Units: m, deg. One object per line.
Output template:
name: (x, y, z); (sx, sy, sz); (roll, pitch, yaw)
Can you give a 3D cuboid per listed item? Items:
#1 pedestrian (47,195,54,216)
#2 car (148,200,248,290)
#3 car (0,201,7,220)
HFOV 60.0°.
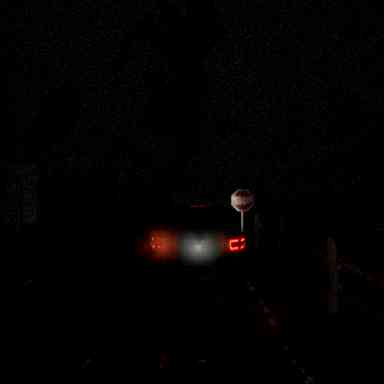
pedestrian: (-12.094, 1.130, 28.368); (0.375, 1.860, 0.375); (0, -2, 0)
car: (0.116, 1.220, 9.209); (2.150, 2.045, 5.566); (0, 0, 0)
car: (-13.263, 1.248, 22.391); (5.008, 1.535, 1.882); (1, 0, 0)
